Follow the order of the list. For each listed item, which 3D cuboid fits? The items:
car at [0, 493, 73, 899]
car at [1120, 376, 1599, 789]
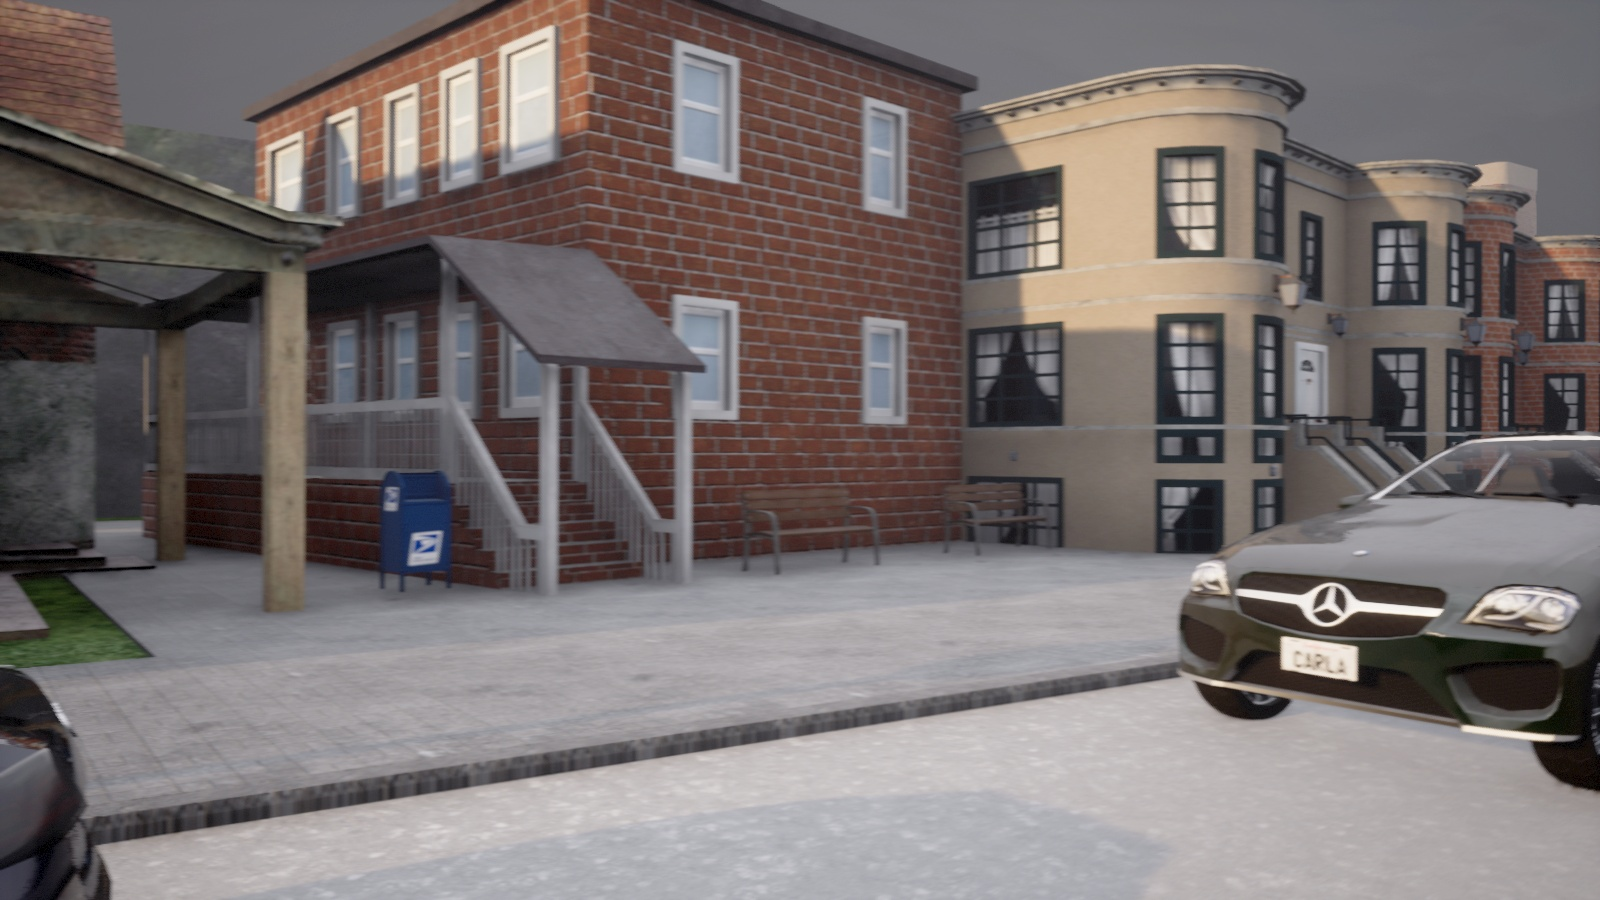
[{"bbox_3d":[-3.545,0.821,1.800,4.181,1.385,1.994,0,0,-35],"label":"car"},{"bbox_3d":[4.407,0.533,7.336,5.027,1.651,2.152,0,0,-35],"label":"car"}]
